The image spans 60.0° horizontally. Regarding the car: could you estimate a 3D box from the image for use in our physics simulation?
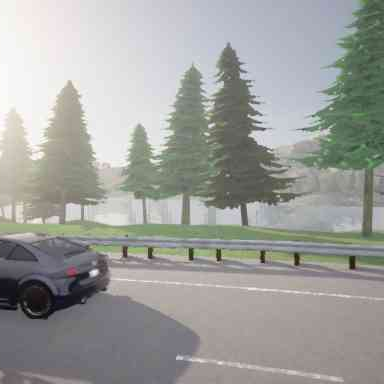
[{"bbox_3d":[-3.863,1.563,7.007,4.181,1.385,1.994,0,0,13],"label":"car"}]
